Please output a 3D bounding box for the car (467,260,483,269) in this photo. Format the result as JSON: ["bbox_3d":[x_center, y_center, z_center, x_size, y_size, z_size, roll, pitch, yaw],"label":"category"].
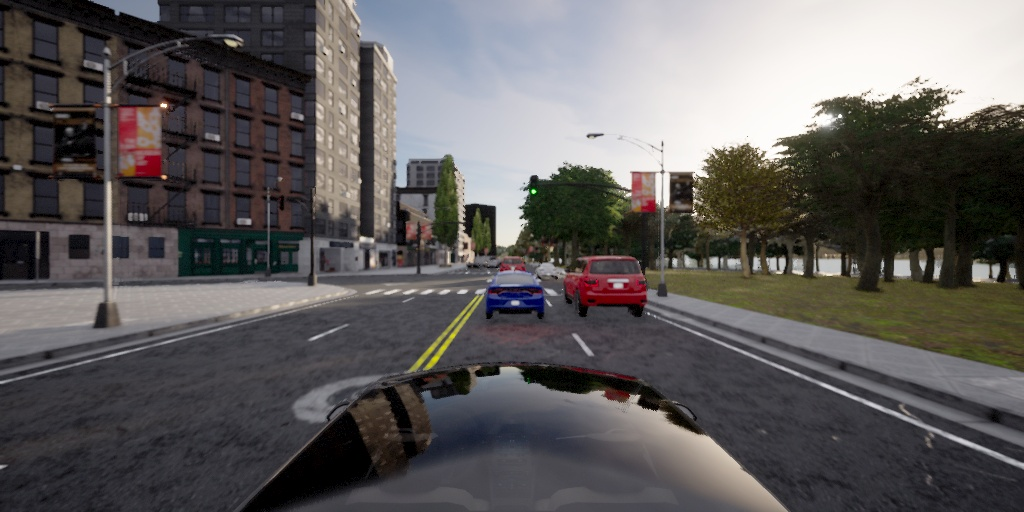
[{"bbox_3d":[-6.601,1.649,61.965,1.895,1.301,4.718,0,0,0],"label":"car"}]

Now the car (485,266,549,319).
[{"bbox_3d":[0.087,1.285,13.187,1.882,1.535,5.008,0,-1,0],"label":"car"}]

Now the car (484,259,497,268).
[{"bbox_3d":[-3.356,1.553,62.058,1.837,1.490,4.892,0,0,0],"label":"car"}]

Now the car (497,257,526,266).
[{"bbox_3d":[0.063,1.124,32.271,2.150,2.045,5.566,0,0,0],"label":"car"}]

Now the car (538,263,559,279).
[{"bbox_3d":[3.313,1.438,34.822,1.812,1.442,4.674,0,0,0],"label":"car"}]

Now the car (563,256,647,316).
[{"bbox_3d":[3.332,1.031,13.775,2.150,2.045,5.566,0,0,1],"label":"car"}]
